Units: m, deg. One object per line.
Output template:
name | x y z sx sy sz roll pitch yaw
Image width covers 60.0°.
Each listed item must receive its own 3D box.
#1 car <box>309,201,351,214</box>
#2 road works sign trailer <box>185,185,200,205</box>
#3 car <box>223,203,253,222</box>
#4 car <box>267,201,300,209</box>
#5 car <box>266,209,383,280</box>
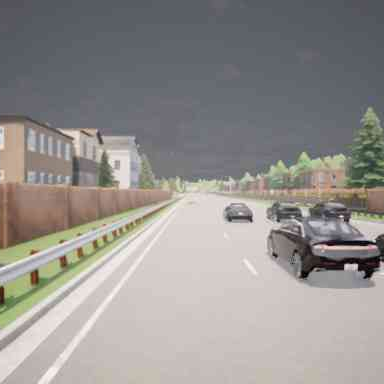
car | 10.613 1.512 26.052 1.837 1.490 4.892 0 0 0
road works sign trailer | 0.027 0.483 59.571 2.380 3.560 2.880 0 0 0
car | 3.613 1.572 26.630 1.994 1.385 4.181 0 0 0
car | 7.113 1.513 26.058 1.837 1.490 4.892 0 0 0
car | 3.606 1.494 9.956 2.128 1.511 4.902 0 0 0
